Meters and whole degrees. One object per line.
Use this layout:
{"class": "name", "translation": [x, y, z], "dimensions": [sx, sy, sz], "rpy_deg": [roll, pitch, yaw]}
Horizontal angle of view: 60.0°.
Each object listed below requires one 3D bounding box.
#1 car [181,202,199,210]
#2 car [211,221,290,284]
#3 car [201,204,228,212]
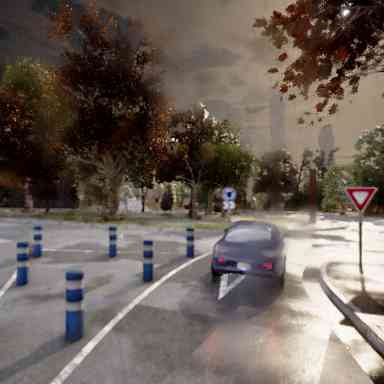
{"class": "car", "translation": [-0.681, 3.648, 84.887], "dimensions": [2.150, 2.045, 5.566], "rpy_deg": [0, -4, -13]}
{"class": "car", "translation": [1.813, 1.574, 9.721], "dimensions": [1.812, 1.442, 4.674], "rpy_deg": [3, -1, 16]}
{"class": "car", "translation": [4.952, 3.165, 67.816], "dimensions": [5.008, 1.535, 1.882], "rpy_deg": [0, 0, 22]}
